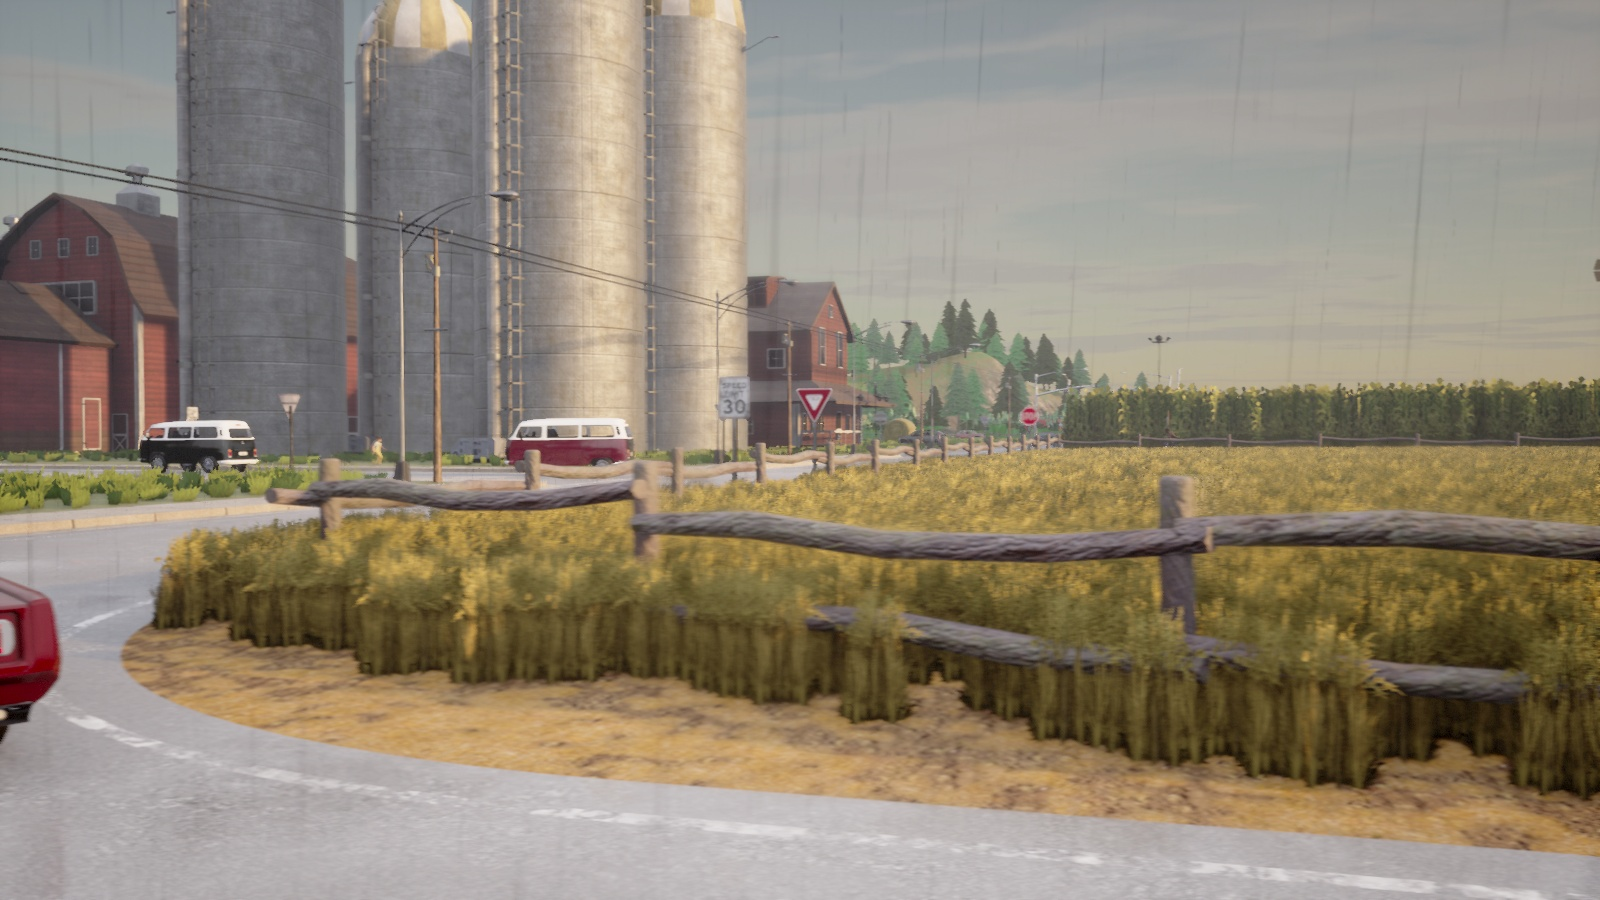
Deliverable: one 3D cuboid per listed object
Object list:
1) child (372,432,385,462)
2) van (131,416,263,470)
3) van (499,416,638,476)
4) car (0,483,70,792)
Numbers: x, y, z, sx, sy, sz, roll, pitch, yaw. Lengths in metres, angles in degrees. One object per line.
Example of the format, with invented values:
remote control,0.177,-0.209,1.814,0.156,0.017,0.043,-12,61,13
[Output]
child,-17.590,-0.119,52.364,0.437,1.263,0.270,0,1,8
van,-23.568,-0.304,49.130,4.480,2.038,2.069,1,1,18
van,-8.130,-0.171,44.423,4.480,2.038,2.069,0,2,2
car,-5.658,0.804,6.498,4.718,1.301,1.895,1,1,42
